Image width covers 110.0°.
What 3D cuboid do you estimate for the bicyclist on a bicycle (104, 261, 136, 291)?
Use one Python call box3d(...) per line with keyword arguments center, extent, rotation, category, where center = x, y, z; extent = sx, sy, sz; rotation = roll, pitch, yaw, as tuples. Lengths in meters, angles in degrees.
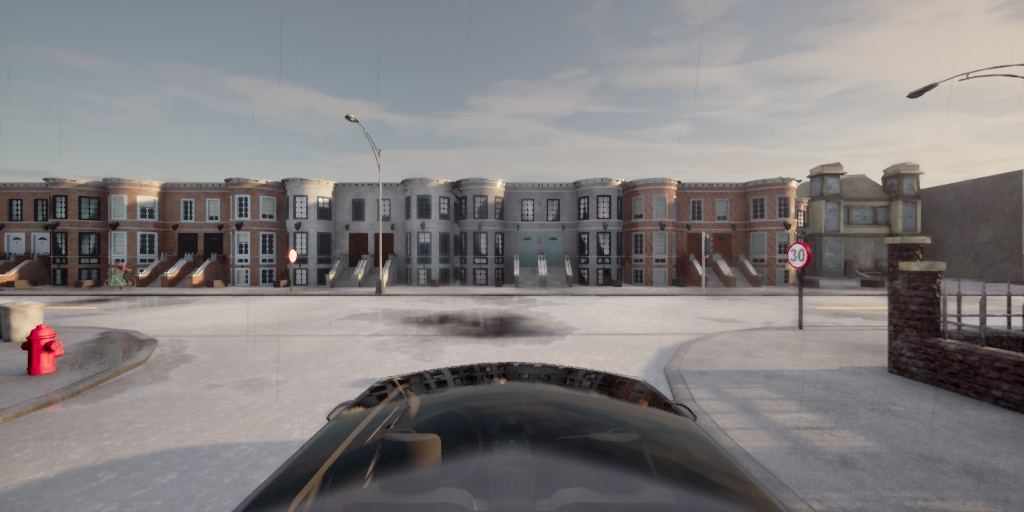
box3d(center=(-21.802, 1.104, 19.973), extent=(0.582, 1.620, 1.656), rotation=(0, 0, 0), category="bicyclist on a bicycle")
